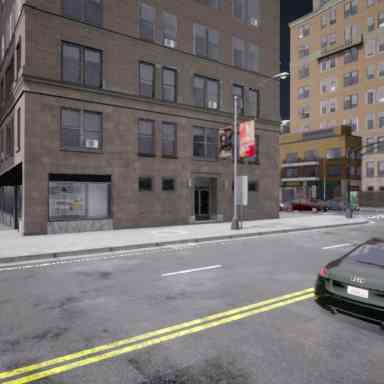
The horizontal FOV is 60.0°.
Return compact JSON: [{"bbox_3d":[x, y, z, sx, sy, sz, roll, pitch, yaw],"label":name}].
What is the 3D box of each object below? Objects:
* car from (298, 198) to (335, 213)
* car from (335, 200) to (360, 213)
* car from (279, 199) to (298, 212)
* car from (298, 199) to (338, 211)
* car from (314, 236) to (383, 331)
[{"bbox_3d":[12.679,1.468,36.746,1.882,1.535,5.008,0,0,-35],"label":"car"},{"bbox_3d":[15.702,1.547,36.825,2.033,1.411,5.357,0,0,-29],"label":"car"},{"bbox_3d":[9.218,1.419,37.265,1.967,1.590,4.097,0,0,-35],"label":"car"},{"bbox_3d":[15.788,1.576,41.872,1.947,1.339,4.313,0,0,-35],"label":"car"},{"bbox_3d":[4.281,1.564,6.469,4.181,1.385,1.994,0,0,-35],"label":"car"}]
